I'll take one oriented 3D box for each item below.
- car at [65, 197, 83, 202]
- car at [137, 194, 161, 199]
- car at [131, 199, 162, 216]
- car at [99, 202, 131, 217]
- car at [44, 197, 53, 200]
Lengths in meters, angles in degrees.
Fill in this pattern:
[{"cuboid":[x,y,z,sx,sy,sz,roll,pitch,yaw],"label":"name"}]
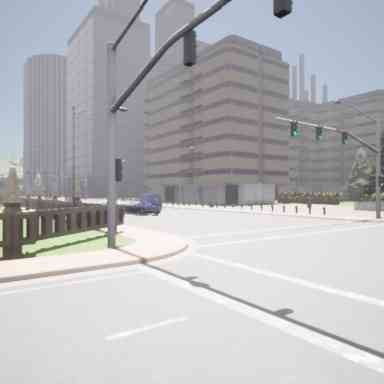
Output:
[{"cuboid":[-18.344,1.501,51.477,1.837,1.490,4.892,0,-1,-35],"label":"car"},{"cuboid":[-6.285,1.242,46.647,2.150,2.045,5.566,0,0,-35],"label":"car"},{"cuboid":[-4.821,1.594,32.366,1.895,1.301,4.718,0,0,-35],"label":"car"},{"cuboid":[-7.675,1.596,30.339,1.895,1.301,4.718,0,0,-35],"label":"car"},{"cuboid":[-21.009,1.521,49.184,1.812,1.442,4.674,0,0,-35],"label":"car"}]
